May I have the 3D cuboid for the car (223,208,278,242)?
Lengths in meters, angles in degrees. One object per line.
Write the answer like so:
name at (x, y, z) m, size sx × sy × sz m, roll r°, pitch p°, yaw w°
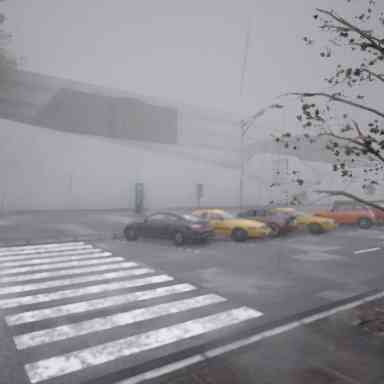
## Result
car at (1.414, 1.610, 17.414) m, size 5.366 × 1.575 × 1.946 m, roll -1°, pitch -1°, yaw 35°

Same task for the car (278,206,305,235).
car at (3.665, 1.684, 19.260) m, size 4.792 × 1.488 × 2.163 m, roll -1°, pitch -1°, yaw 35°

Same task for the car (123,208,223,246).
car at (-1.168, 1.619, 15.784) m, size 4.674 × 1.452 × 2.002 m, roll -1°, pitch -1°, yaw 35°

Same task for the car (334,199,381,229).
car at (11.007, 1.642, 24.418) m, size 4.553 × 1.767 × 2.185 m, roll -1°, pitch -1°, yaw 35°

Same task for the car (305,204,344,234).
car at (6.276, 1.690, 20.873) m, size 5.366 × 1.575 × 1.946 m, roll -1°, pitch -2°, yaw 35°

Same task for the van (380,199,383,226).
van at (13.519, 1.574, 26.111) m, size 4.442 × 1.987 × 1.878 m, roll -1°, pitch -2°, yaw 35°
